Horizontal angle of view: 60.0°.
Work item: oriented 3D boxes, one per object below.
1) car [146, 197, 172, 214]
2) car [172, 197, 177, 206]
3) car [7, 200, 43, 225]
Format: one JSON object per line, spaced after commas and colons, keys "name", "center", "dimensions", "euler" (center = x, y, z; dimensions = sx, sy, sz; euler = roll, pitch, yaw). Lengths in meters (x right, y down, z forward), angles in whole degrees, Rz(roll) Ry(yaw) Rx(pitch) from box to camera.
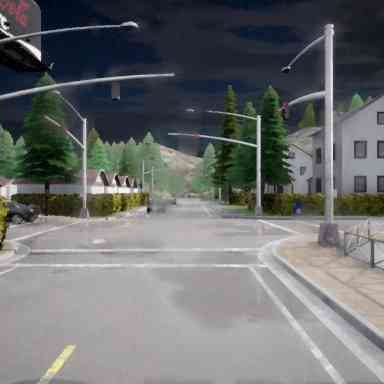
{"name": "car", "center": [-3.601, 1.491, 34.731], "dimensions": [2.128, 1.511, 4.902], "euler": [0, 0, 0]}
{"name": "car", "center": [-3.538, 1.525, 55.701], "dimensions": [1.812, 1.442, 4.674], "euler": [0, 0, 1]}
{"name": "car", "center": [-12.219, 1.307, 21.429], "dimensions": [4.892, 1.490, 1.837], "euler": [0, 1, 0]}
